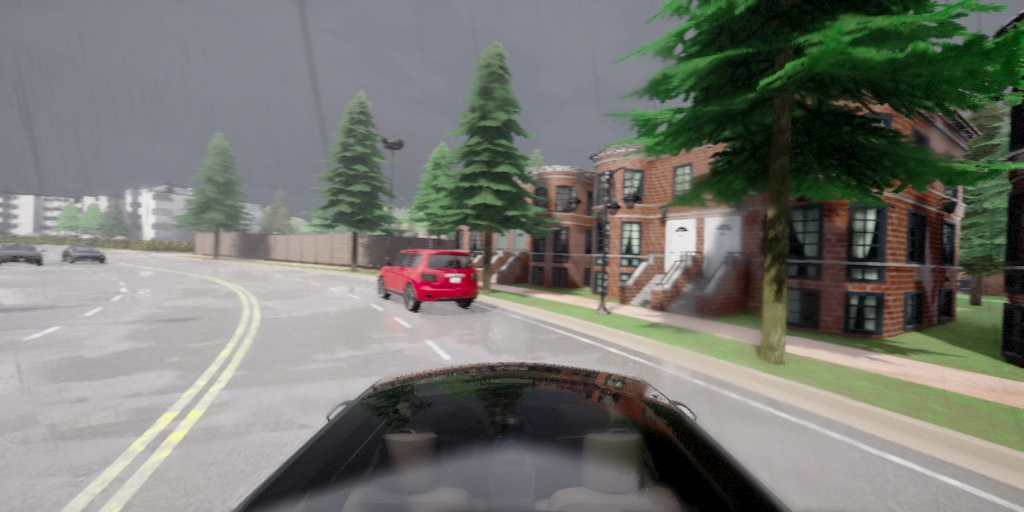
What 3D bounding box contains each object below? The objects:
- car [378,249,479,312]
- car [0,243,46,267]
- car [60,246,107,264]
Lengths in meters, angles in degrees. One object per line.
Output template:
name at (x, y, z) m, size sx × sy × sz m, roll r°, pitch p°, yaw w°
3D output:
car at (-3.300, 0.782, 13.422) m, size 2.150 × 2.045 × 5.566 m, roll 2°, pitch 0°, yaw -35°
car at (-33.167, -0.084, 24.022) m, size 4.892 × 1.490 × 1.837 m, roll 2°, pitch 0°, yaw 31°
car at (-34.857, -0.135, 29.129) m, size 5.357 × 1.411 × 2.033 m, roll 2°, pitch 0°, yaw 31°
